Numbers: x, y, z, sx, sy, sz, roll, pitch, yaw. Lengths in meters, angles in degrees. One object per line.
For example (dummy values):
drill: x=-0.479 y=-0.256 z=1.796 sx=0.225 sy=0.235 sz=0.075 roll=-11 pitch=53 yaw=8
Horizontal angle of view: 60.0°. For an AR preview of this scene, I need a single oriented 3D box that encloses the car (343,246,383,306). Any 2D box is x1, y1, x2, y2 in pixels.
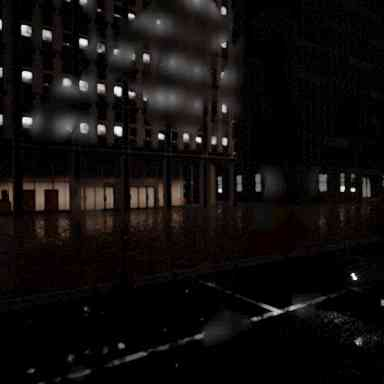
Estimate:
car: x=5.459 y=1.402 z=6.870 sx=5.357 sy=1.411 sz=2.033 roll=-1 pitch=1 yaw=-33
